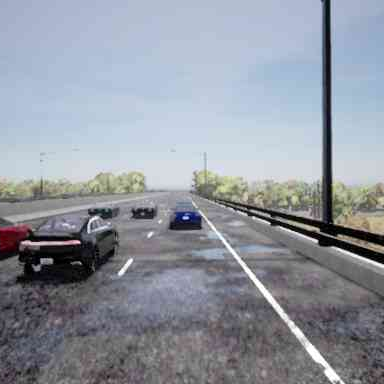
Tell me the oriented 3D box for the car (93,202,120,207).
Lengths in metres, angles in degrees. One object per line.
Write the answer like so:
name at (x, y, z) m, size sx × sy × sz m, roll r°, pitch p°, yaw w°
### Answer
car at (-7.609, 1.534, 29.411) m, size 1.895 × 1.301 × 4.718 m, roll 0°, pitch 0°, yaw -1°

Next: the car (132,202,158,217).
car at (-4.116, 1.505, 29.675) m, size 1.895 × 1.301 × 4.718 m, roll 0°, pitch 0°, yaw -1°

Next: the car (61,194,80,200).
car at (-18.779, 1.079, 51.631) m, size 1.837 × 1.490 × 4.892 m, roll 0°, pitch 0°, yaw -1°

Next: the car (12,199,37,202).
car at (-25.776, 1.240, 51.455) m, size 2.033 × 1.411 × 5.357 m, roll 0°, pitch 0°, yaw -1°

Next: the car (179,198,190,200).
car at (-0.883, 1.380, 40.236) m, size 2.033 × 1.411 × 5.357 m, roll 0°, pitch 0°, yaw -1°

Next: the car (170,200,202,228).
car at (-0.411, 1.475, 21.427) m, size 1.994 × 1.385 × 4.181 m, roll 0°, pitch 0°, yaw -1°

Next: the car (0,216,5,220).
car at (-7.150, 1.487, 11.144) m, size 1.882 × 1.535 × 5.008 m, roll 0°, pitch 0°, yaw -1°

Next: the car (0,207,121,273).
car at (-3.634, 1.475, 10.598) m, size 2.128 × 1.511 × 4.902 m, roll 0°, pitch 0°, yaw -1°
